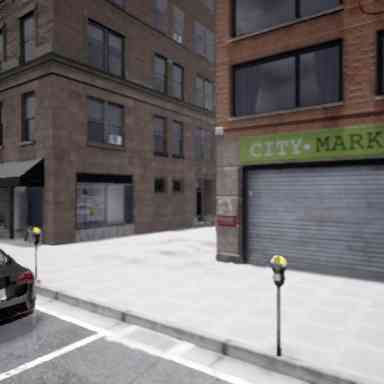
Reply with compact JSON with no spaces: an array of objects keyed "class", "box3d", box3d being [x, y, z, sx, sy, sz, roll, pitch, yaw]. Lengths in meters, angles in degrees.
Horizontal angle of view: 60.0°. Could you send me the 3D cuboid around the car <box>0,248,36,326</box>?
[{"class":"car","box3d":[-4.572,1.562,6.070,4.313,1.339,1.947,0,0,35]}]
